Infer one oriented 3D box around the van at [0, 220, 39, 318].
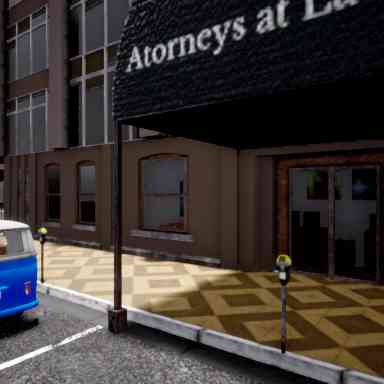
[{"bbox_3d":[-4.509,1.341,6.080,3.998,1.788,1.690,0,0,35],"label":"van"}]
